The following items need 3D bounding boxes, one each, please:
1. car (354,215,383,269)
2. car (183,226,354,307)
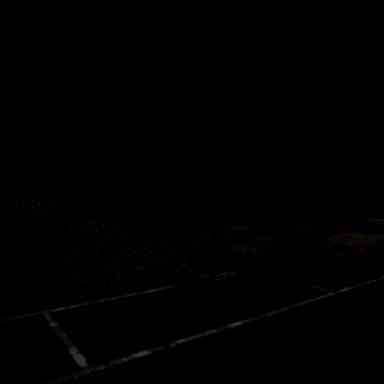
[{"bbox_3d":[6.198,1.482,11.018,4.829,1.417,1.752,0,0,-35],"label":"car"},{"bbox_3d":[1.765,1.560,7.879,4.206,1.307,1.802,0,0,-35],"label":"car"}]
